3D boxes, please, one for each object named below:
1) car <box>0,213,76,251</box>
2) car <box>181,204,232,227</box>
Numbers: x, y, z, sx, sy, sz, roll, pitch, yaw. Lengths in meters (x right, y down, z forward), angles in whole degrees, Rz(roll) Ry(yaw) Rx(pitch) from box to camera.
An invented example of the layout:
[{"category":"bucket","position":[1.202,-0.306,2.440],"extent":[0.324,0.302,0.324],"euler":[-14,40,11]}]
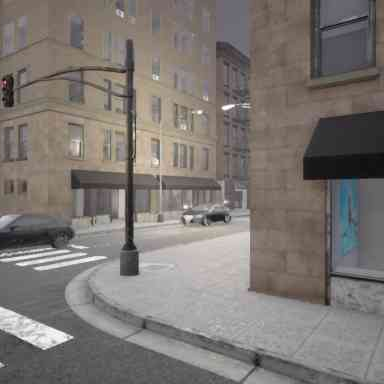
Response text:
[{"category":"car","position":[-6.791,1.575,12.905],"extent":[1.812,1.442,4.674],"euler":[0,0,35]},{"category":"car","position":[1.142,1.626,24.071],"extent":[2.128,1.511,4.902],"euler":[0,0,35]}]
